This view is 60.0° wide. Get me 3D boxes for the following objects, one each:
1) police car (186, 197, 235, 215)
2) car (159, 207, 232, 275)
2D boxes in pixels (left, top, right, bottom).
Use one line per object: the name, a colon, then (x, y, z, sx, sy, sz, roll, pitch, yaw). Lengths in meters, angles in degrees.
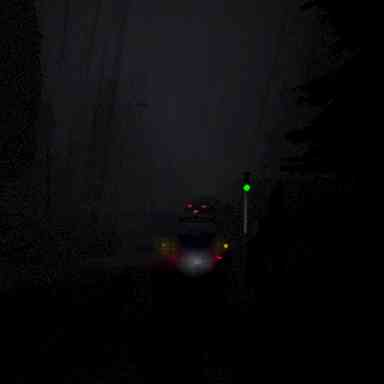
police car: (1.500, 1.140, 25.005, 2.038, 1.542, 4.974, 2, 2, 30)
car: (0.090, 1.380, 9.855, 1.812, 1.442, 4.674, 0, 1, 0)
